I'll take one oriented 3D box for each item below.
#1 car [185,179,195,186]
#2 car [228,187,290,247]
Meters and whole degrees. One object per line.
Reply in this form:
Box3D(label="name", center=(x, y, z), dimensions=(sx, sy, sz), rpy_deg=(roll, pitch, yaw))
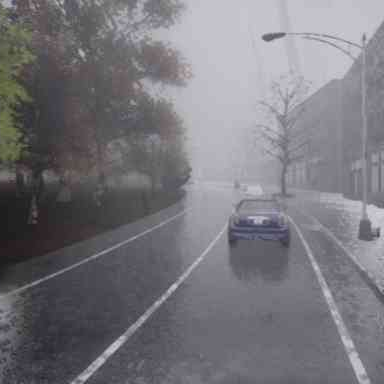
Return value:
Box3D(label="car", center=(-0.720, -2.091, 69.358), dimensions=(1.837, 1.490, 4.892), rpy_deg=(1, 3, -12))
Box3D(label="car", center=(2.685, 0.902, 13.173), dimensions=(2.097, 1.767, 4.553), rpy_deg=(0, 3, 13))
